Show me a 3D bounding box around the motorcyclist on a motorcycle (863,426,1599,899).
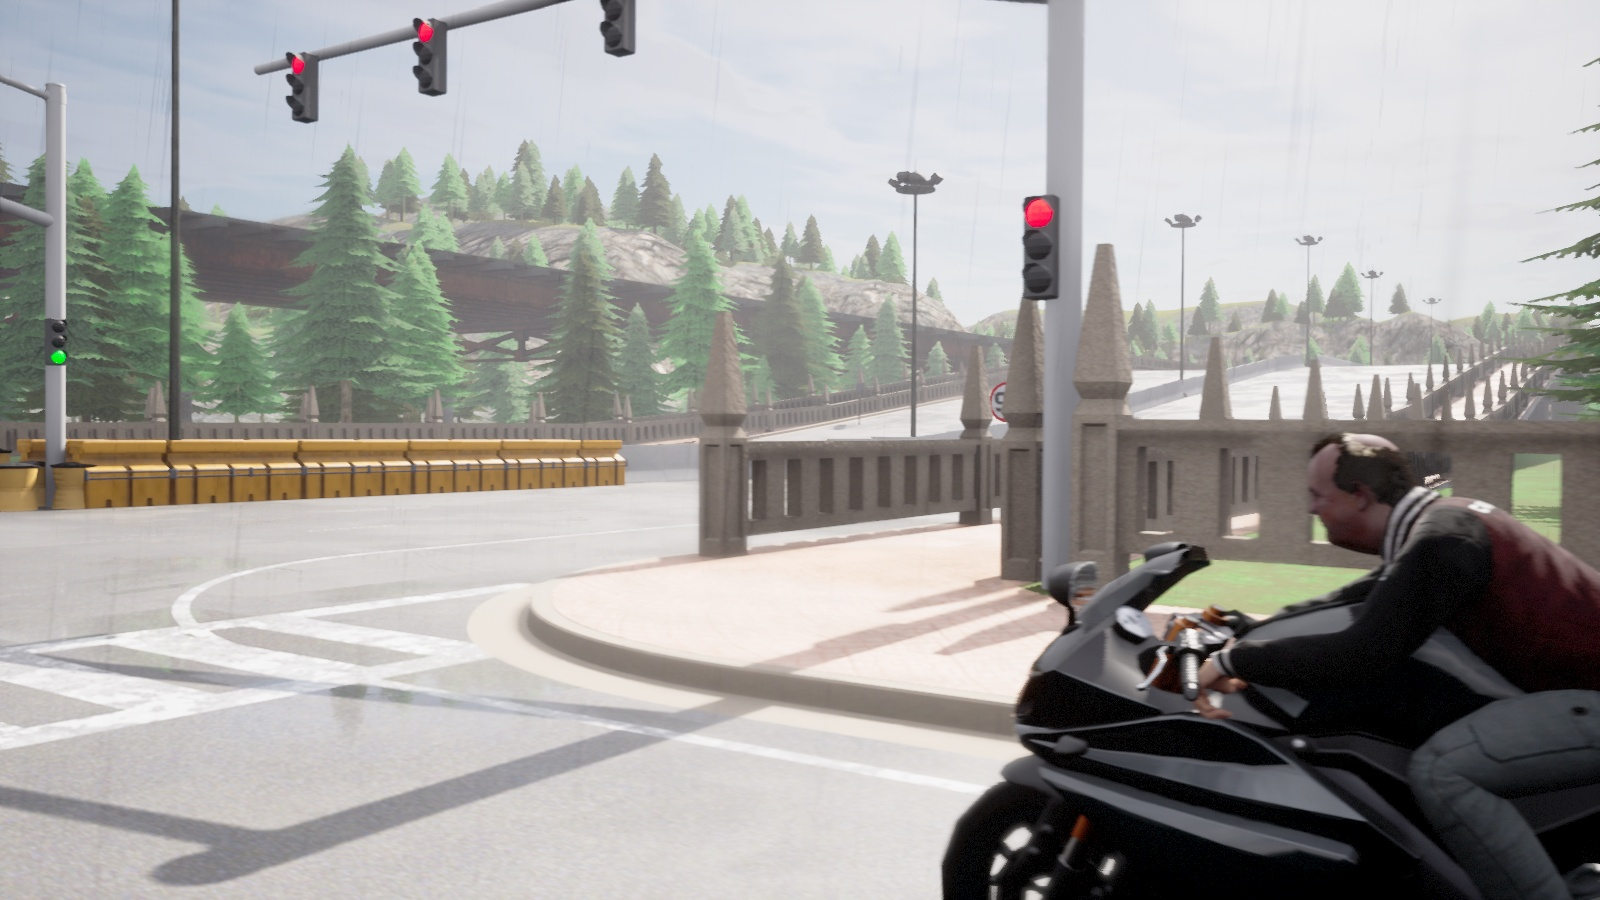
[{"bbox_3d":[1.311,0.717,2.754,2.191,1.530,0.866,0,1,34],"label":"motorcyclist on a motorcycle"}]
